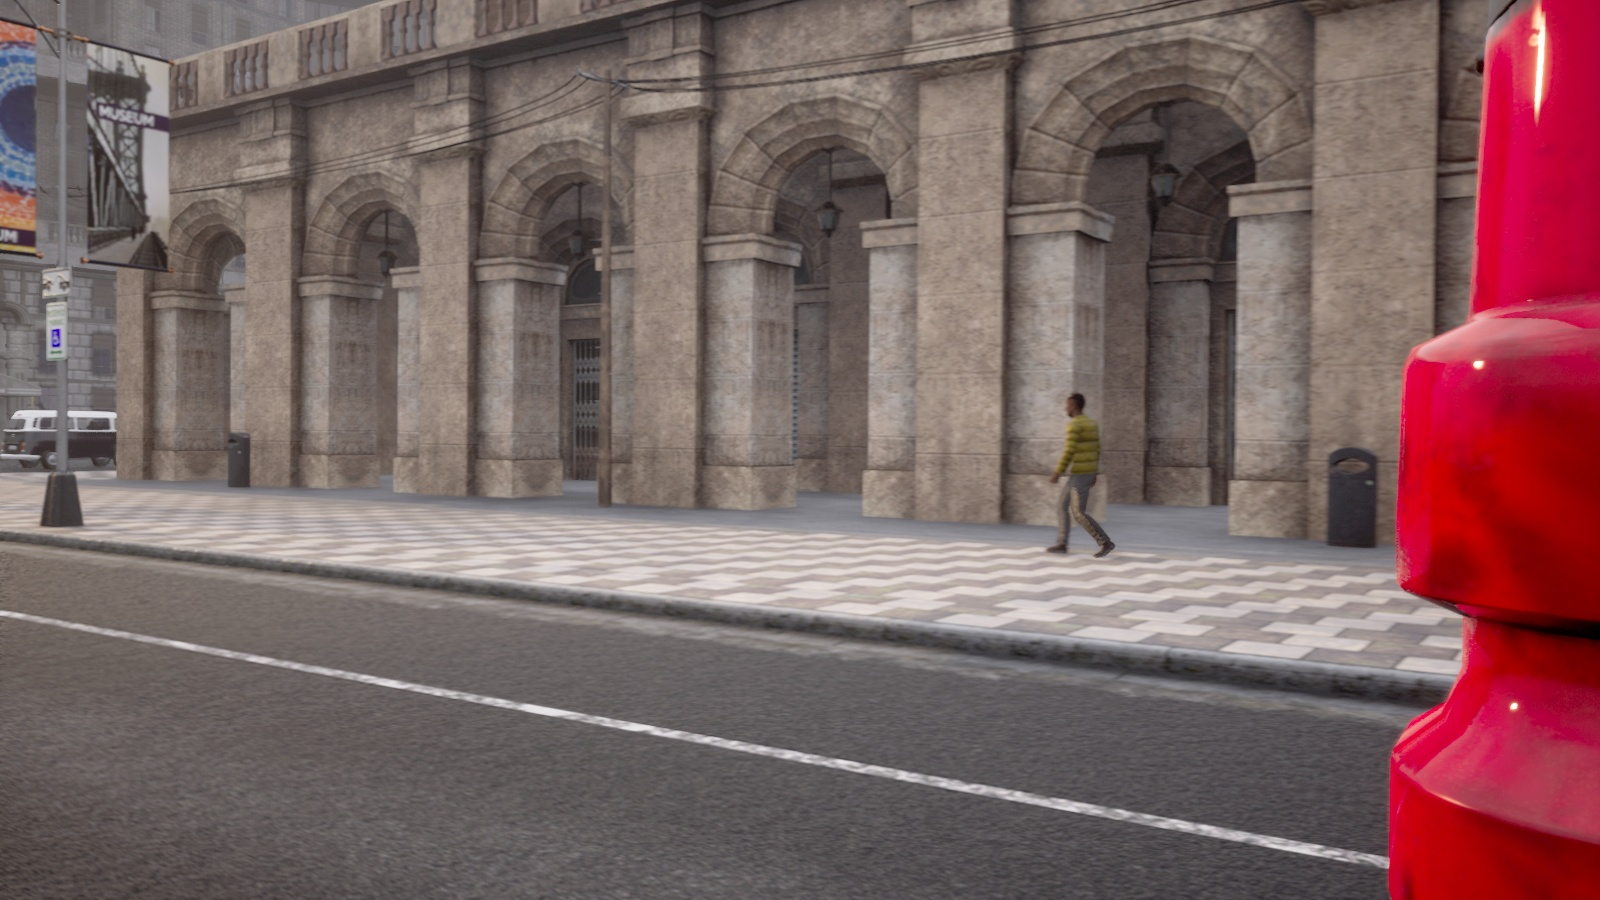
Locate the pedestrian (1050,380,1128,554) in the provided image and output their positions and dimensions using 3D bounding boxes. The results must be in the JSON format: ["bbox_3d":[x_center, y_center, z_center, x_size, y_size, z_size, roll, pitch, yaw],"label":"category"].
[{"bbox_3d":[3.129,0.174,13.614,0.709,1.840,0.431,0,1,33],"label":"pedestrian"}]

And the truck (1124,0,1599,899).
[{"bbox_3d":[4.738,-0.483,0.452,8.468,3.827,2.891,0,1,34],"label":"truck"}]

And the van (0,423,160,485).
[{"bbox_3d":[-25.394,0.083,44.394,2.069,2.038,4.480,0,1,33],"label":"van"}]
